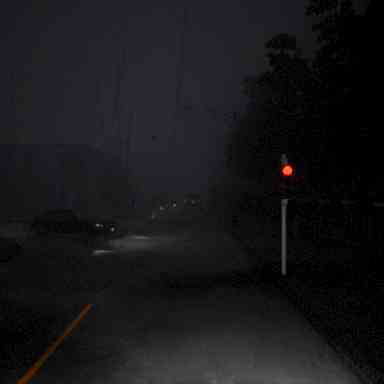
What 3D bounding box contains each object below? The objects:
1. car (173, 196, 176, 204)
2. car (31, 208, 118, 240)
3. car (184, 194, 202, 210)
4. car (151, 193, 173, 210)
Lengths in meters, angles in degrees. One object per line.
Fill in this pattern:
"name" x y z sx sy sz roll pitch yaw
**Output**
"car" -4.062 1.505 53.834 1.837 1.490 4.892 0 0 0
"car" -5.961 1.525 16.807 4.674 1.442 1.812 0 -1 22
"car" 0.141 1.221 43.056 2.150 2.045 5.566 0 0 0
"car" -4.076 1.221 43.916 2.150 2.045 5.566 0 0 0
